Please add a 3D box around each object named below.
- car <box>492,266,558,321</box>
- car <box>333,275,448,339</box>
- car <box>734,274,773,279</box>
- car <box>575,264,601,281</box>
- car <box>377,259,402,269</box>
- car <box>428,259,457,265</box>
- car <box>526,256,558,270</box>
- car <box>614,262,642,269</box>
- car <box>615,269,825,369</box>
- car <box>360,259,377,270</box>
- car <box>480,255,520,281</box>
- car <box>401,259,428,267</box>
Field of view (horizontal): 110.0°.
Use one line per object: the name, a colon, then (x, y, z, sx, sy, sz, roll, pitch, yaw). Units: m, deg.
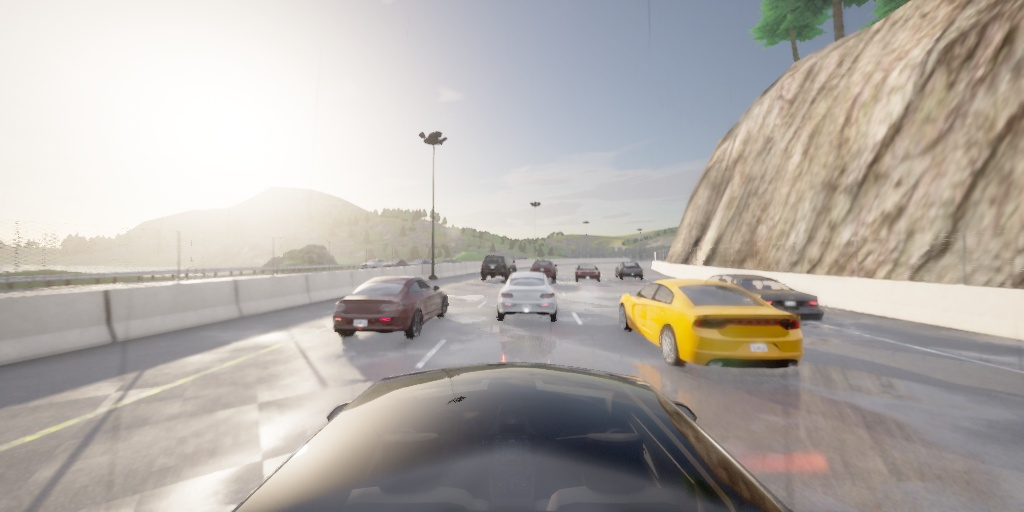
car: (0.550, 1.257, 12.310, 1.812, 1.442, 4.674, 0, 0, 4)
car: (-3.108, 1.252, 9.915, 1.812, 1.442, 4.674, 0, 0, 3)
car: (7.504, 1.297, 11.946, 2.033, 1.411, 5.357, 0, 0, 4)
car: (6.011, 1.314, 28.832, 1.895, 1.301, 4.718, 0, 0, 10)
car: (-15.286, 1.150, 47.307, 1.812, 1.442, 4.674, 0, 0, 14)
car: (-8.454, 1.151, 45.757, 1.837, 1.490, 4.892, 0, 0, 14)
car: (2.685, 1.055, 29.948, 2.097, 1.767, 4.553, 0, 0, 10)
car: (9.871, 1.212, 30.467, 2.128, 1.511, 4.902, 0, 0, 10)
car: (3.808, 1.226, 7.879, 1.882, 1.535, 5.008, 0, 0, 2)
car: (-18.546, 1.138, 48.670, 1.812, 1.442, 4.674, 0, 0, 14)
car: (-1.013, 0.916, 29.261, 2.150, 2.045, 5.566, 0, 0, 9)
car: (-11.932, 1.160, 46.271, 1.812, 1.442, 4.674, 0, 0, 14)
